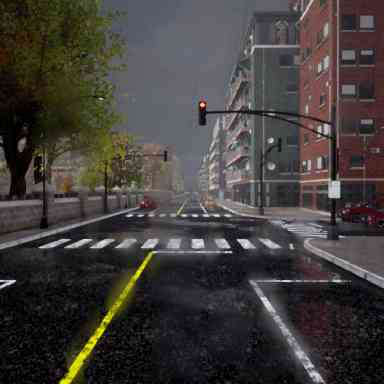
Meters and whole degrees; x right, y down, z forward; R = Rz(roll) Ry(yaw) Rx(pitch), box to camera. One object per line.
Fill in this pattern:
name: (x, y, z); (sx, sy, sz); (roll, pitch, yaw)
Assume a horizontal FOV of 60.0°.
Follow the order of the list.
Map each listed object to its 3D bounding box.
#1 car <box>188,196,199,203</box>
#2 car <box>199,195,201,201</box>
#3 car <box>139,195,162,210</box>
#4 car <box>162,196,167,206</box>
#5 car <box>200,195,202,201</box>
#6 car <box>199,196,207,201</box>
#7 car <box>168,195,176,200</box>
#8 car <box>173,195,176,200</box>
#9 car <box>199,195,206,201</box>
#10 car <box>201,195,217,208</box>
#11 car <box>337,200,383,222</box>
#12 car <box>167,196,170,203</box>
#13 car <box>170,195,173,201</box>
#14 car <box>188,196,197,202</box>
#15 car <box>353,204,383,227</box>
car: (0.084, 1.576, 69.182); (2.033, 1.411, 5.357); (0, 0, 0)
car: (2.758, 1.572, 60.475); (2.008, 1.369, 4.403); (0, 0, 0)
car: (-5.642, 1.324, 43.878); (2.192, 1.841, 5.009); (0, 0, 0)
car: (-5.629, 1.457, 54.948); (1.967, 1.590, 4.097); (0, 0, 0)
car: (2.752, 1.562, 54.939); (1.887, 1.381, 4.507); (0, 0, 0)
car: (2.783, 1.586, 82.615); (1.887, 1.381, 4.507); (0, 0, 0)
car: (-5.585, 1.579, 93.524); (1.752, 1.417, 4.829); (0, 0, 0)
car: (-5.597, 1.623, 82.624); (1.802, 1.307, 4.206); (0, 0, 0)
car: (2.789, 1.592, 88.150); (1.887, 1.381, 4.507); (0, 0, 0)
car: (2.746, 1.538, 49.574); (1.752, 1.417, 4.829); (0, 0, 0)
car: (14.648, 1.591, 27.282); (5.009, 1.841, 2.192); (1, -1, 0)
car: (-5.623, 1.566, 60.483); (1.887, 1.381, 4.507); (0, 0, 0)
car: (-5.610, 1.613, 71.553); (1.802, 1.307, 4.206); (0, 0, 0)
car: (0.094, 1.591, 79.593); (1.994, 1.385, 4.181); (0, 0, 0)
car: (14.693, 1.851, 24.677); (4.181, 1.385, 1.994); (1, 0, 0)
